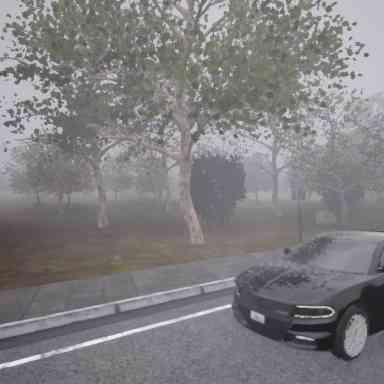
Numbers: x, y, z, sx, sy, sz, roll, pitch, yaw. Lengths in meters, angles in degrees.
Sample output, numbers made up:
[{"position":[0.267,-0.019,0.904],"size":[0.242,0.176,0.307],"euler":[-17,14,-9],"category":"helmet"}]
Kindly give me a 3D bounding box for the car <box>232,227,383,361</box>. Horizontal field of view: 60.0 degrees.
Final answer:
[{"position":[2.949,1.466,6.087],"size":[5.008,1.535,1.882],"euler":[0,0,-35],"category":"car"}]
